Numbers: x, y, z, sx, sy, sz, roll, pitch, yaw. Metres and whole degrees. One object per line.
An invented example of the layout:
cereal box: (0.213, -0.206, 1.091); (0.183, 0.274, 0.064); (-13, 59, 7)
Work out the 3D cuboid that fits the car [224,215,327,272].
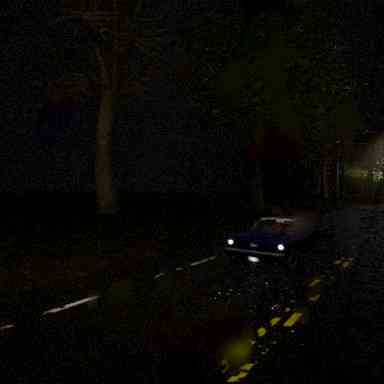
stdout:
car: (2.881, 1.475, 10.708); (1.895, 1.301, 4.718); (1, 1, 34)
